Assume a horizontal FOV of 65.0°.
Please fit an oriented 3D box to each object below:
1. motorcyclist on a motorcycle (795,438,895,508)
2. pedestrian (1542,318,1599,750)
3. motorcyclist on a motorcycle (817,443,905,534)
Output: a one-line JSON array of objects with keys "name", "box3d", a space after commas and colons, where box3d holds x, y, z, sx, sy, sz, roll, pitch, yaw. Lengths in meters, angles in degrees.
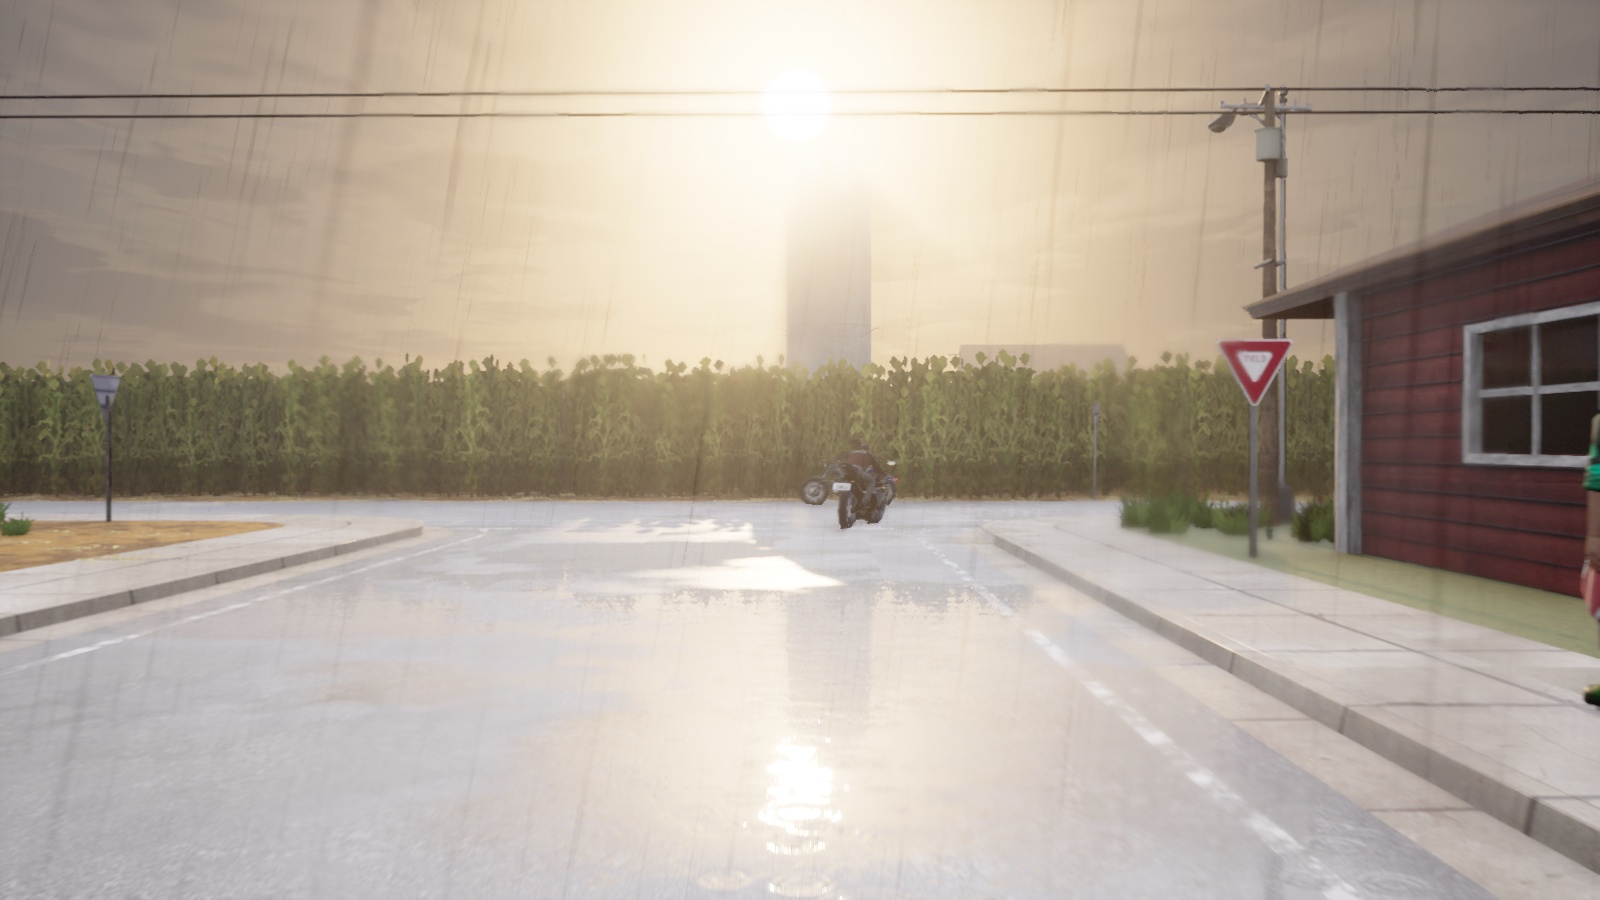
[{"name": "motorcyclist on a motorcycle", "box3d": [1.075, 0.553, 30.192, 2.350, 1.649, 0.766, 0, 0, 1]}, {"name": "pedestrian", "box3d": [3.974, 0.379, 5.800, 0.659, 1.952, 0.873, 0, 0, 9]}, {"name": "motorcyclist on a motorcycle", "box3d": [1.137, 0.661, 22.617, 0.866, 1.530, 2.191, 2, 1, 22]}]
